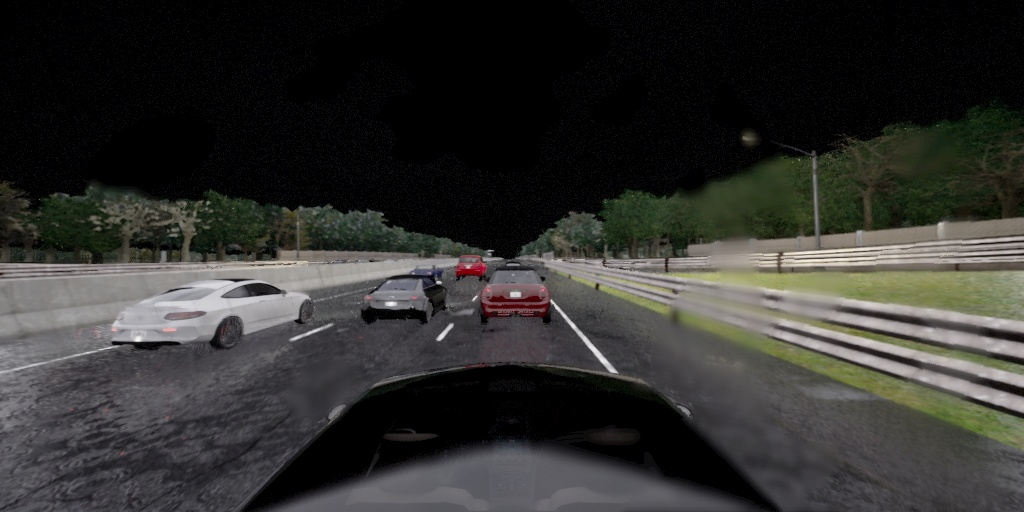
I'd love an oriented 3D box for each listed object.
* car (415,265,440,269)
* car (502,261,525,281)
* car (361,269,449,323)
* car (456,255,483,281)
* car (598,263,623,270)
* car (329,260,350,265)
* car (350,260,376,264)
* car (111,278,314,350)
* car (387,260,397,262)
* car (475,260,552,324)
[{"bbox_3d":[-6.903,1.352,29.622,1.895,1.301,4.718,0,0,0],"label":"car"},{"bbox_3d":[0.097,1.256,31.284,1.837,1.490,4.892,0,0,0],"label":"car"},{"bbox_3d":[-3.401,1.317,12.085,1.994,1.385,4.181,0,0,0],"label":"car"},{"bbox_3d":[-3.403,0.973,30.613,2.150,2.045,5.566,0,0,0],"label":"car"},{"bbox_3d":[13.602,1.203,49.920,1.994,1.385,4.181,0,0,-19],"label":"car"},{"bbox_3d":[-24.518,1.316,51.220,1.994,1.385,4.181,0,0,0],"label":"car"},{"bbox_3d":[-21.012,1.263,51.765,1.837,1.490,4.892,0,0,0],"label":"car"},{"bbox_3d":[-6.901,1.278,8.932,1.812,1.442,4.674,0,0,0],"label":"car"},{"bbox_3d":[-17.508,1.282,52.072,1.812,1.442,4.674,0,0,0],"label":"car"},{"bbox_3d":[0.099,1.105,12.192,2.097,1.767,4.553,0,0,0],"label":"car"}]
